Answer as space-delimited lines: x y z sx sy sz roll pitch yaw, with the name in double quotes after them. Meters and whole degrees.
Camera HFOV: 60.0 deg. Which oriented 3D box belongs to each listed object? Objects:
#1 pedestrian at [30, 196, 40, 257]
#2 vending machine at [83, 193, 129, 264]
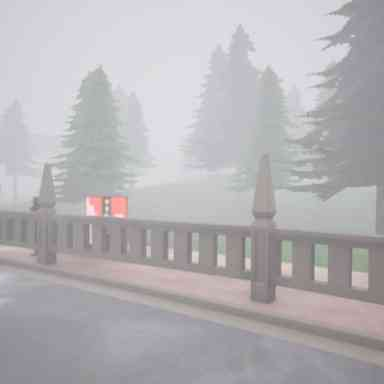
-4.703 1.032 10.106 0.375 1.860 0.375 1 0 30 "pedestrian"
-2.756 1.100 10.696 0.880 2.100 1.100 1 0 30 "vending machine"
